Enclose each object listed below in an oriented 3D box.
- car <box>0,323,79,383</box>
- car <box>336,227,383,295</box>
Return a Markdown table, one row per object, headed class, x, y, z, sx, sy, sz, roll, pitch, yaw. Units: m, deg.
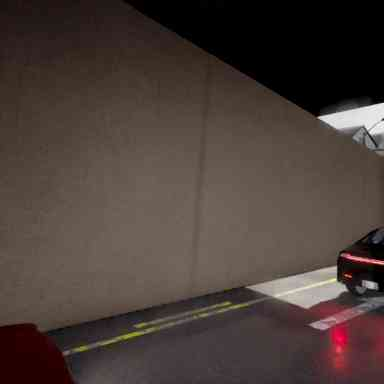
| class | x | y | z | sx | sy | sz | roll | pitch | yaw |
| --- | --- | --- | --- | --- | --- | --- | --- | --- | --- |
| car | -2.998 | 1.601 | 1.687 | 4.718 | 1.301 | 1.895 | 0 | 0 | -35 |
| car | 5.244 | 1.491 | 7.512 | 4.902 | 1.511 | 2.128 | 0 | 0 | -35 |
